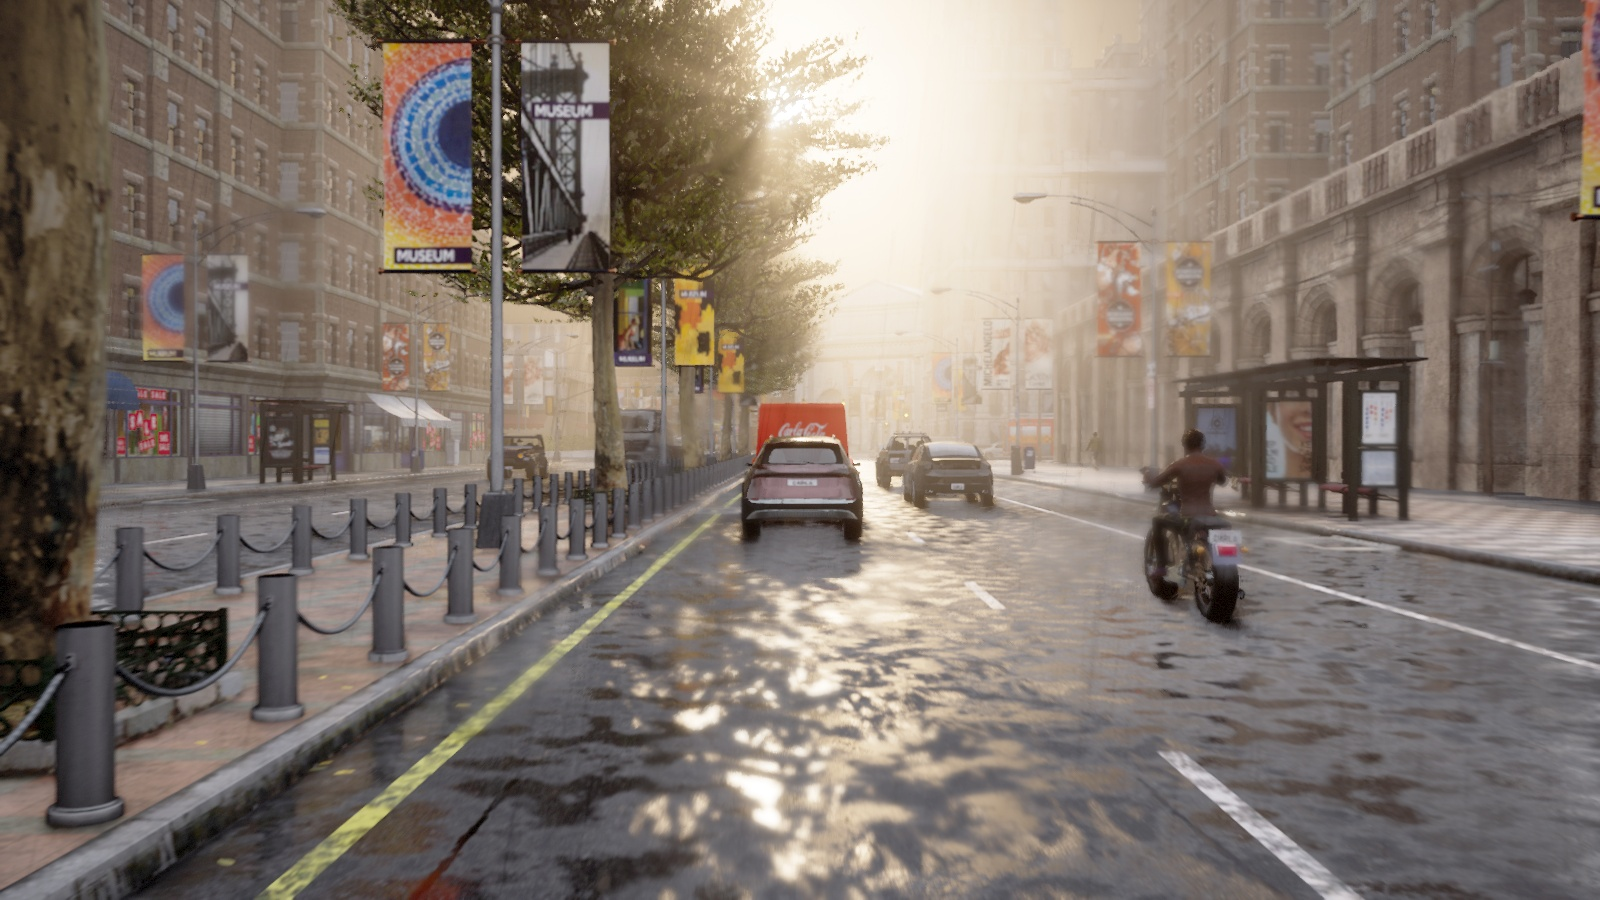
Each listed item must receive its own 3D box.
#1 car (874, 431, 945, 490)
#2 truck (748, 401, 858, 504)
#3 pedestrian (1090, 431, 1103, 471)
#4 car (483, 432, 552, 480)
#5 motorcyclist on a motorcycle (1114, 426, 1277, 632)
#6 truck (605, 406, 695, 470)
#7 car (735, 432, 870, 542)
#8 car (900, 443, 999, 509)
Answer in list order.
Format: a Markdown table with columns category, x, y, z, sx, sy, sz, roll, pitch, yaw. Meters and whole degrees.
| category | x | y | z | sx | sy | sz | roll | pitch | yaw |
| --- | --- | --- | --- | --- | --- | --- | --- | --- | --- |
| car | 3.590 | 0.307 | 41.898 | 1.932 | 1.855 | 4.605 | 0 | 0 | 0 |
| truck | 0.072 | 0.055 | 32.743 | 2.627 | 2.467 | 5.204 | 0 | 0 | 0 |
| pedestrian | 13.678 | 0.055 | 57.931 | 0.431 | 1.840 | 0.709 | 0 | 0 | 0 |
| car | -11.396 | 0.220 | 50.888 | 1.905 | 1.878 | 3.866 | 0 | 0 | 0 |
| motorcyclist on a motorcycle | 3.463 | 0.630 | 11.240 | 0.766 | 1.649 | 2.350 | 0 | 0 | 1 |
| truck | -8.528 | -0.689 | 72.468 | 2.891 | 3.462 | 7.936 | 0 | 0 | 11 |
| car | 0.050 | 0.545 | 21.261 | 2.033 | 1.649 | 4.856 | 0 | 0 | 0 |
| car | 3.568 | 0.564 | 30.745 | 1.837 | 1.490 | 4.892 | 0 | 0 | 0 |
